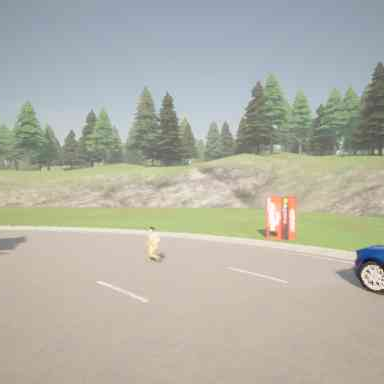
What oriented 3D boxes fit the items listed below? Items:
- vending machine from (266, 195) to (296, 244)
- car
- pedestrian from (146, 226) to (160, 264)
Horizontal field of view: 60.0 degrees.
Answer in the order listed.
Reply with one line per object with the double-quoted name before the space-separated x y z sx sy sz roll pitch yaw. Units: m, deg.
"vending machine" 4.051 1.195 15.098 0.880 2.100 1.100 0 0 43
"car" 5.486 1.478 6.226 1.882 1.535 5.008 0 0 -23
"pedestrian" -1.182 1.574 10.297 0.375 1.300 0.375 0 0 41
